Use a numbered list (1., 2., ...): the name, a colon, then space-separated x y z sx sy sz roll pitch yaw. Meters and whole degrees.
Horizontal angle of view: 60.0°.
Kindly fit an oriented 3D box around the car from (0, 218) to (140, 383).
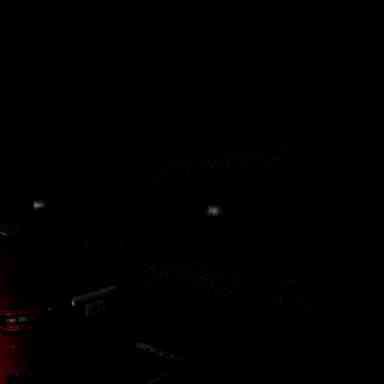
1. car: -2.970 1.315 4.939 5.009 1.841 2.192 0 0 36

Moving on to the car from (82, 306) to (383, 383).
1. car: 1.515 1.582 1.724 4.206 1.307 1.802 0 0 36
